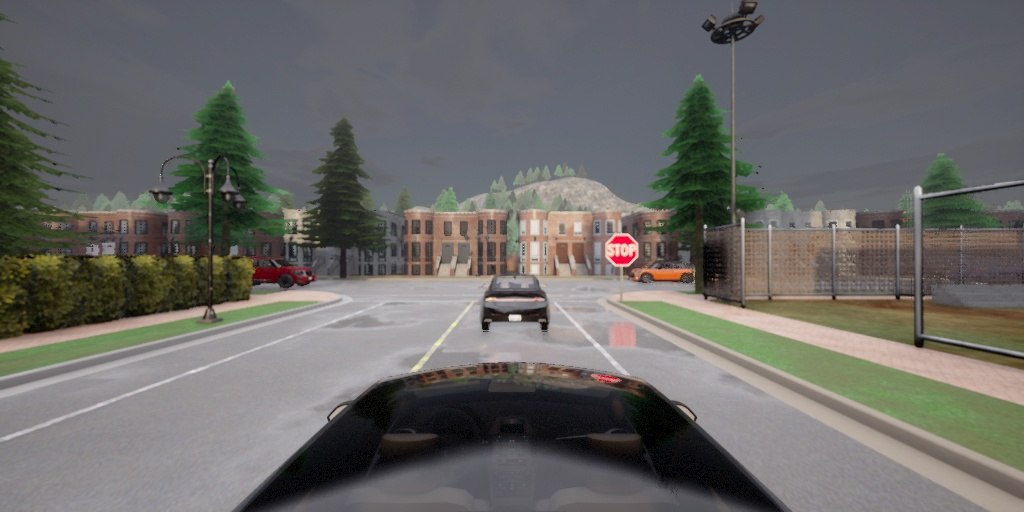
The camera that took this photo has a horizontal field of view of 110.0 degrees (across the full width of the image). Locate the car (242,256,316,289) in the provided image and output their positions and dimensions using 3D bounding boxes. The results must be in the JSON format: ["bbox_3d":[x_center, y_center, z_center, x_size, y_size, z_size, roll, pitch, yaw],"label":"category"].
[{"bbox_3d":[-16.233,1.073,23.930,5.566,2.045,2.150,1,0,-1],"label":"car"}]

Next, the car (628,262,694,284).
[{"bbox_3d":[11.449,1.238,27.757,4.553,1.767,2.097,0,0,0],"label":"car"}]

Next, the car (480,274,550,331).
[{"bbox_3d":[0.092,1.299,11.158,2.128,1.511,4.902,0,0,0],"label":"car"}]

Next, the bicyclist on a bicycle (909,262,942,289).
[{"bbox_3d":[21.749,1.133,18.819,0.582,1.620,1.656,0,0,0],"label":"bicyclist on a bicycle"}]

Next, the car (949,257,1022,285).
[{"bbox_3d":[33.076,1.083,24.156,5.566,2.045,2.150,0,0,0],"label":"car"}]
